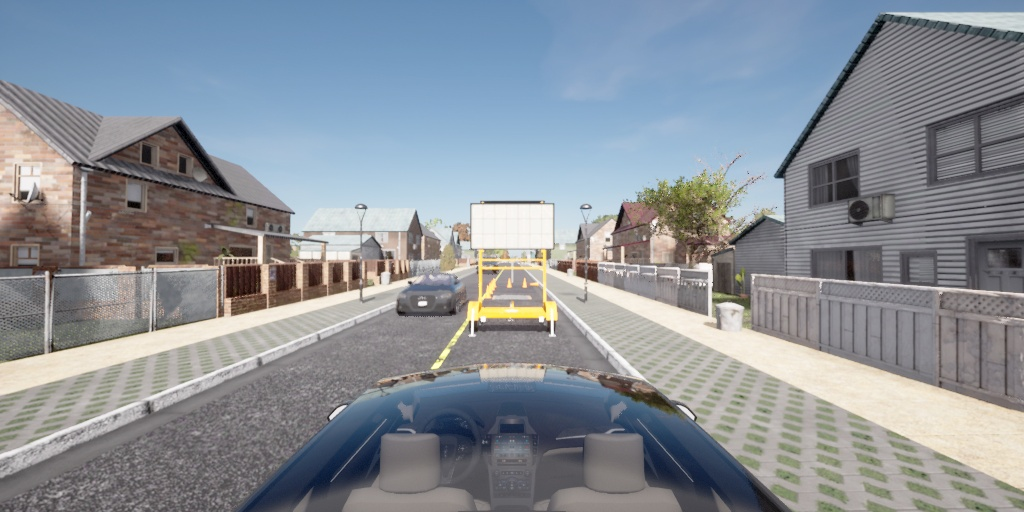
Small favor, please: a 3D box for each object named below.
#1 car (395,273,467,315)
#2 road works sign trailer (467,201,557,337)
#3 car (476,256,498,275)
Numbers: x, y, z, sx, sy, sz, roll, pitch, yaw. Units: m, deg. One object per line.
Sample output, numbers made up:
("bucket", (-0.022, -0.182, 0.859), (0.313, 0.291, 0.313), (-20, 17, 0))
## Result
("car", (-2.848, 1.326, 13.419), (1.994, 1.385, 4.181), (0, 0, 0))
("road works sign trailer", (0.014, 0.222, 10.344), (2.380, 3.560, 2.880), (0, 0, 0))
("car", (-2.752, 1.053, 40.604), (2.150, 2.045, 5.566), (0, 0, 0))
